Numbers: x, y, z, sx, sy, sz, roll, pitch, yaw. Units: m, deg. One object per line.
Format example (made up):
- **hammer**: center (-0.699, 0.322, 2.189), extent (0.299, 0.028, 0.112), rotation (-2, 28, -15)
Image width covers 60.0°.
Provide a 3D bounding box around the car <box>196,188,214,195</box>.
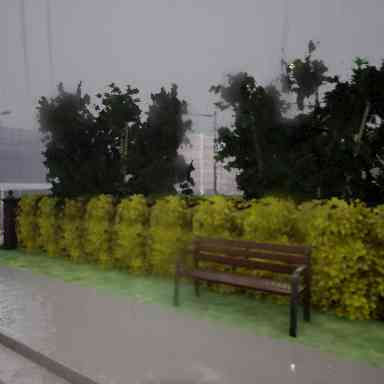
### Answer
- **car**: center (2.600, 0.340, 63.998), extent (2.150, 2.045, 5.566), rotation (0, 2, 36)
